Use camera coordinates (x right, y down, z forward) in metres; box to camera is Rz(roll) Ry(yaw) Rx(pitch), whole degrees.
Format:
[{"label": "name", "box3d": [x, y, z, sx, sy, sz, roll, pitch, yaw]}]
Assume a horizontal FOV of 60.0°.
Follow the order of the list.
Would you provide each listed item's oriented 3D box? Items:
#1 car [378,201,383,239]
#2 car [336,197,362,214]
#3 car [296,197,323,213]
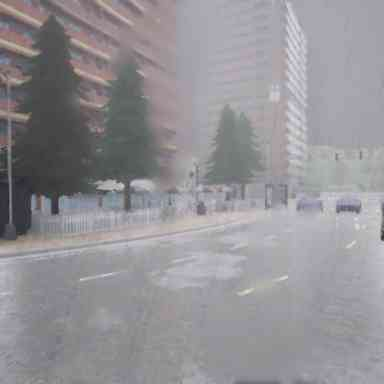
[{"label": "car", "box3d": [9.851, 1.382, 15.551, 2.033, 1.411, 5.357, 0, 0, 31]}, {"label": "car", "box3d": [14.737, 1.188, 31.155, 1.882, 1.535, 5.008, 0, 0, 30]}, {"label": "car", "box3d": [11.702, 1.203, 32.899, 1.882, 1.535, 5.008, 0, 0, 30]}]
